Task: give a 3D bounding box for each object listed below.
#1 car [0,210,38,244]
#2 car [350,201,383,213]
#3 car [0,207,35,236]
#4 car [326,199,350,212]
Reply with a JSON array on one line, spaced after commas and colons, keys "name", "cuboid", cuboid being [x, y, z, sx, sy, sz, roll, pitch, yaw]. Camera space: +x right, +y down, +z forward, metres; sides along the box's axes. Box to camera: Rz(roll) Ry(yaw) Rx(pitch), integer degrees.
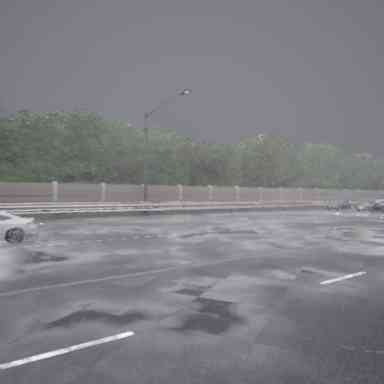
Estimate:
[{"name": "car", "cuboid": [-9.186, 1.531, 14.289, 4.674, 1.442, 1.812, 0, 0, -37]}, {"name": "car", "cuboid": [22.788, 1.860, 42.423, 4.902, 1.511, 2.128, 1, 0, -36]}, {"name": "car", "cuboid": [-11.212, 1.552, 17.144, 5.357, 1.411, 2.033, 0, 0, -37]}, {"name": "car", "cuboid": [19.909, 1.780, 44.662, 4.892, 1.490, 1.837, -1, 1, -37]}]
